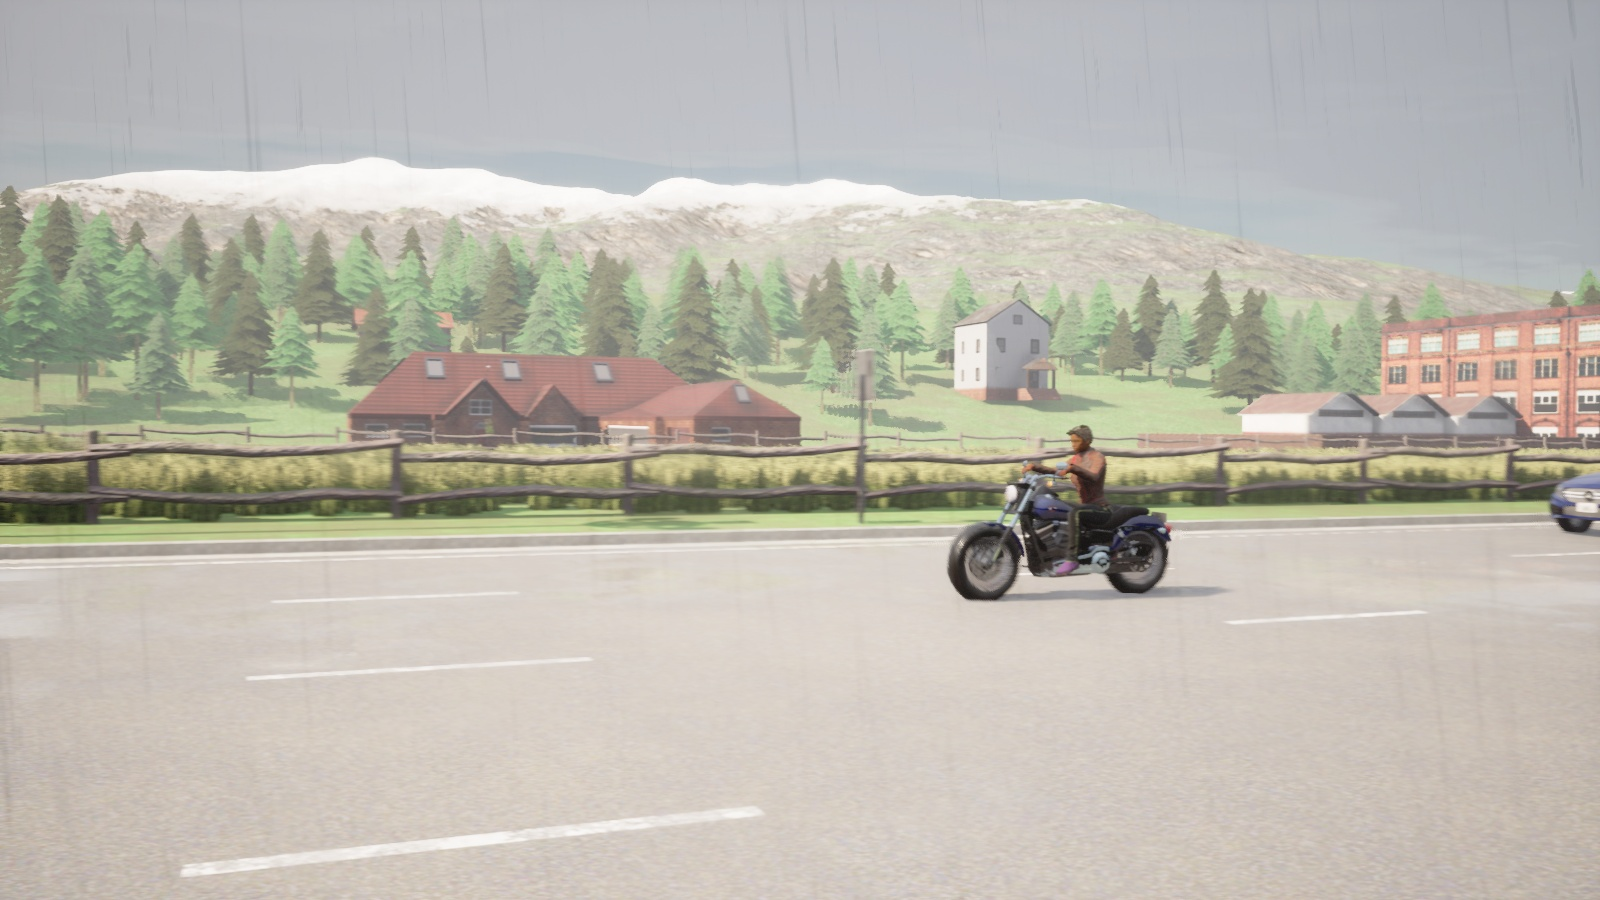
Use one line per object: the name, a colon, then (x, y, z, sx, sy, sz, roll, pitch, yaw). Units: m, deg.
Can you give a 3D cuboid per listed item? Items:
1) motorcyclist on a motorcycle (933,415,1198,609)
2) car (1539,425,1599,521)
motorcyclist on a motorcycle: (2.475, 0.520, 11.665, 2.350, 1.649, 0.766, -1, 1, -21)
car: (14.200, 0.312, 19.860, 4.674, 1.442, 1.812, -1, 1, -21)
